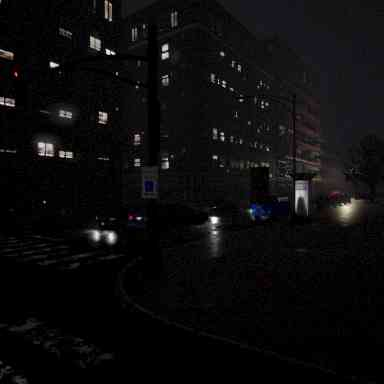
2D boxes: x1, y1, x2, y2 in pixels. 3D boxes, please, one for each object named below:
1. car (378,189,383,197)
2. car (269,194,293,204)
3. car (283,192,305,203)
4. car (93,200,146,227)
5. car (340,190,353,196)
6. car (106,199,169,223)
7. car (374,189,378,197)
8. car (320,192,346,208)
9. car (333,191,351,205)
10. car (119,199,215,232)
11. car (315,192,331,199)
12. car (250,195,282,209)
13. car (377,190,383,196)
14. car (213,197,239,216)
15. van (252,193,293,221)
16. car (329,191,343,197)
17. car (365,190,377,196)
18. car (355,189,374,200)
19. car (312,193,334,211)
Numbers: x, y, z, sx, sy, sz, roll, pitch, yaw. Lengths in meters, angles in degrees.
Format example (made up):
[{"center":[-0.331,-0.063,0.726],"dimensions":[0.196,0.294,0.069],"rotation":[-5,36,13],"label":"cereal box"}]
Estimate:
[{"center":[41.851,0.356,74.289],"dimensions":[1.887,1.381,4.507],"rotation":[1,1,36],"label":"car"},{"center":[12.601,0.933,46.885],"dimensions":[1.802,1.307,4.206],"rotation":[1,1,36],"label":"car"},{"center":[15.783,0.801,51.341],"dimensions":[1.752,1.417,4.829],"rotation":[1,1,36],"label":"car"},{"center":[-3.335,1.323,20.343],"dimensions":[2.033,1.411,5.357],"rotation":[0,1,36],"label":"car"},{"center":[38.848,0.278,83.644],"dimensions":[2.008,1.369,4.403],"rotation":[1,1,36],"label":"car"},{"center":[-3.804,1.283,23.909],"dimensions":[1.887,1.381,4.507],"rotation":[1,1,36],"label":"car"},{"center":[31.998,0.590,60.490],"dimensions":[1.887,1.381,4.507],"rotation":[1,1,36],"label":"car"},{"center":[15.576,0.979,37.490],"dimensions":[1.887,1.381,4.507],"rotation":[1,1,36],"label":"car"},{"center":[18.861,0.923,42.091],"dimensions":[1.947,1.339,4.313],"rotation":[1,1,36],"label":"car"},{"center":[-1.170,1.327,18.469],"dimensions":[2.033,1.411,5.357],"rotation":[0,1,36],"label":"car"},{"center":[25.724,0.621,65.265],"dimensions":[1.802,1.307,4.206],"rotation":[1,1,36],"label":"car"},{"center":[8.217,1.066,36.519],"dimensions":[1.994,1.385,4.181],"rotation":[0,1,35],"label":"car"},{"center":[45.135,0.315,78.889],"dimensions":[1.802,1.307,4.206],"rotation":[1,1,36],"label":"car"},{"center":[2.418,1.165,28.398],"dimensions":[1.812,1.442,4.674],"rotation":[0,1,35],"label":"car"},{"center":[5.724,1.009,23.687],"dimensions":[1.690,1.788,3.998],"rotation":[1,1,36],"label":"van"},{"center":[32.286,0.428,74.454],"dimensions":[1.887,1.381,4.507],"rotation":[1,1,36],"label":"car"},{"center":[44.241,0.216,82.067],"dimensions":[1.994,1.385,4.181],"rotation":[0,1,36],"label":"car"},{"center":[28.714,0.564,55.888],"dimensions":[1.967,1.590,4.097],"rotation":[1,1,36],"label":"car"},{"center":[12.292,1.078,32.891],"dimensions":[1.947,1.339,4.313],"rotation":[1,1,36],"label":"car"}]
